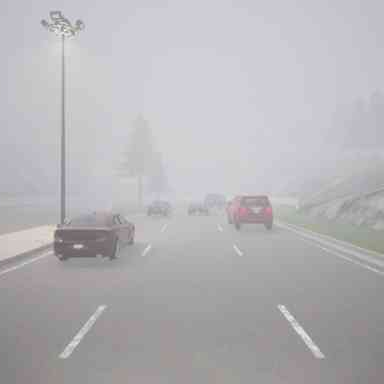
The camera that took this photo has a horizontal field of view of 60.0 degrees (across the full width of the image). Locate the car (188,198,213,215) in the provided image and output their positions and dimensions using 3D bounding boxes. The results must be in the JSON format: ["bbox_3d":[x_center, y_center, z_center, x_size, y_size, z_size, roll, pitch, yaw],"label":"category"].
[{"bbox_3d":[0.775,1.601,33.574,1.895,1.301,4.718,0,0,7],"label":"car"}]

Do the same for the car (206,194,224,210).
[{"bbox_3d":[3.143,1.222,43.568,2.150,2.045,5.566,0,0,16],"label":"car"}]

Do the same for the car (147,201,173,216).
[{"bbox_3d":[-3.004,1.547,32.026,2.033,1.411,5.357,0,0,5],"label":"car"}]

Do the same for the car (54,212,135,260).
[{"bbox_3d":[-3.400,1.477,12.425,1.882,1.535,5.008,0,0,0],"label":"car"}]

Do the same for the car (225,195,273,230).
[{"bbox_3d":[3.614,1.217,21.284,2.150,2.045,5.566,0,-1,0],"label":"car"}]
